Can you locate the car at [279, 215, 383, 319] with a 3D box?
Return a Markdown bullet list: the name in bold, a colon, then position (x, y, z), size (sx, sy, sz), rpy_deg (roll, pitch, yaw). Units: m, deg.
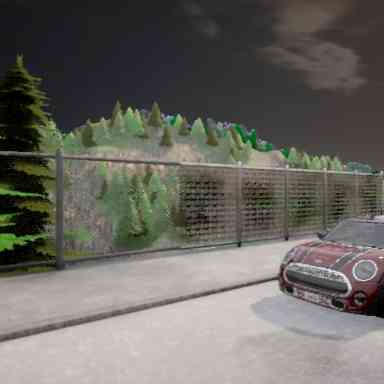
- **car**: position (4.044, 1.341, 7.419), size (4.553, 1.767, 2.097), rpy_deg (0, 0, -35)
